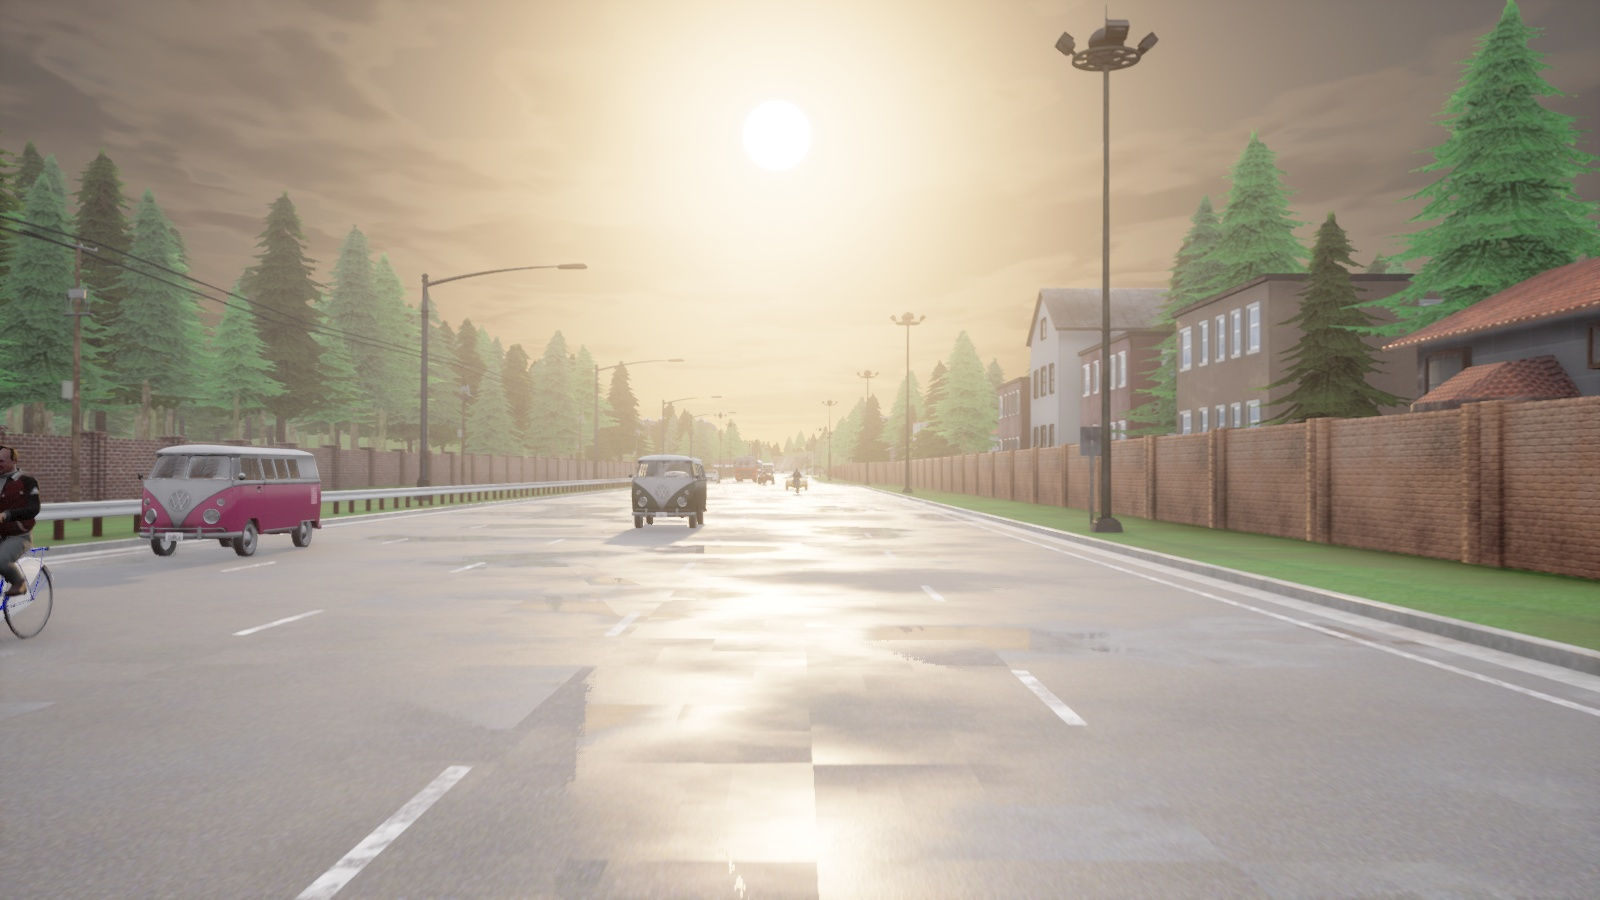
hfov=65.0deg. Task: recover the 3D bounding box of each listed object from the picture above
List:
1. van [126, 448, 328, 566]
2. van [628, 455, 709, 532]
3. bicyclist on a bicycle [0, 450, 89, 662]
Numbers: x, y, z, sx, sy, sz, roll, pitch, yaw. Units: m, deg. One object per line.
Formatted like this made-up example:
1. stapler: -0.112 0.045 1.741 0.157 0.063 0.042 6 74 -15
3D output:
1. van: -10.559 1.004 23.544 1.775 1.987 4.442 0 -1 0
2. van: -3.587 1.166 34.886 1.775 1.987 4.442 0 -1 0
3. bicyclist on a bicycle: -7.028 0.896 10.895 0.659 1.776 1.843 0 -1 0
